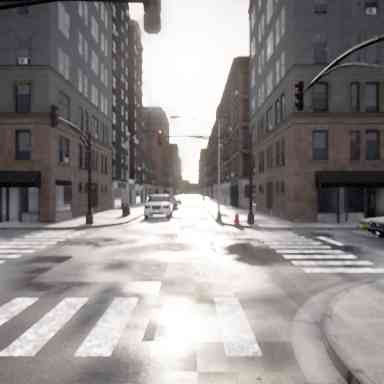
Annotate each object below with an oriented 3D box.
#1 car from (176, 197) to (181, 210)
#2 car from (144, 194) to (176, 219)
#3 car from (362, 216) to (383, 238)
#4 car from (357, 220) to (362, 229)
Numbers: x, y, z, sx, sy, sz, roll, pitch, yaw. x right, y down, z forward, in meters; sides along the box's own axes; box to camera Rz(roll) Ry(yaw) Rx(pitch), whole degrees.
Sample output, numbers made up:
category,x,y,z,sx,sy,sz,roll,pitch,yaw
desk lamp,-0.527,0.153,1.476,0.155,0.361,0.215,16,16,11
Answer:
category,x,y,z,sx,sy,sz,roll,pitch,yaw
car,-2.868,1.372,41.949,2.097,1.767,4.553,0,0,0
car,-2.869,1.237,29.439,2.150,2.045,5.566,0,0,0
car,10.940,1.629,15.619,4.718,1.301,1.895,0,0,1
car,11.621,1.566,18.132,4.829,1.417,1.752,0,0,0
